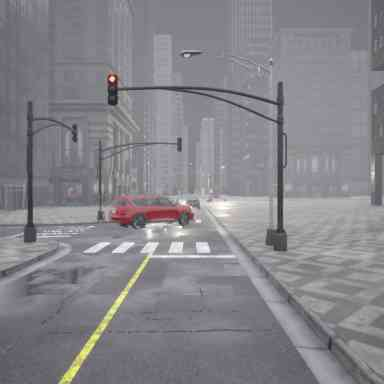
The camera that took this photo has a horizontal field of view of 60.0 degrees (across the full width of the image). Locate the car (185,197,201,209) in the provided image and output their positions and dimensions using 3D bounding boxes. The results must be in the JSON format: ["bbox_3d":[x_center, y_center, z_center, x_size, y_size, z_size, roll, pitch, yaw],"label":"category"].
[{"bbox_3d":[0.121,1.495,46.399,2.128,1.511,4.902,0,0,0],"label":"car"}]

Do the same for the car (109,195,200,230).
[{"bbox_3d":[-2.520,1.220,21.261,5.566,2.045,2.150,0,1,-38],"label":"car"}]

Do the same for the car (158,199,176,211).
[{"bbox_3d":[-3.080,1.603,41.301,1.895,1.301,4.718,0,0,0],"label":"car"}]

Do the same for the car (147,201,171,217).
[{"bbox_3d":[-3.084,1.601,31.957,1.895,1.301,4.718,0,0,0],"label":"car"}]

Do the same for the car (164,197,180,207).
[{"bbox_3d":[-3.056,1.499,51.380,2.128,1.511,4.902,0,0,0],"label":"car"}]
